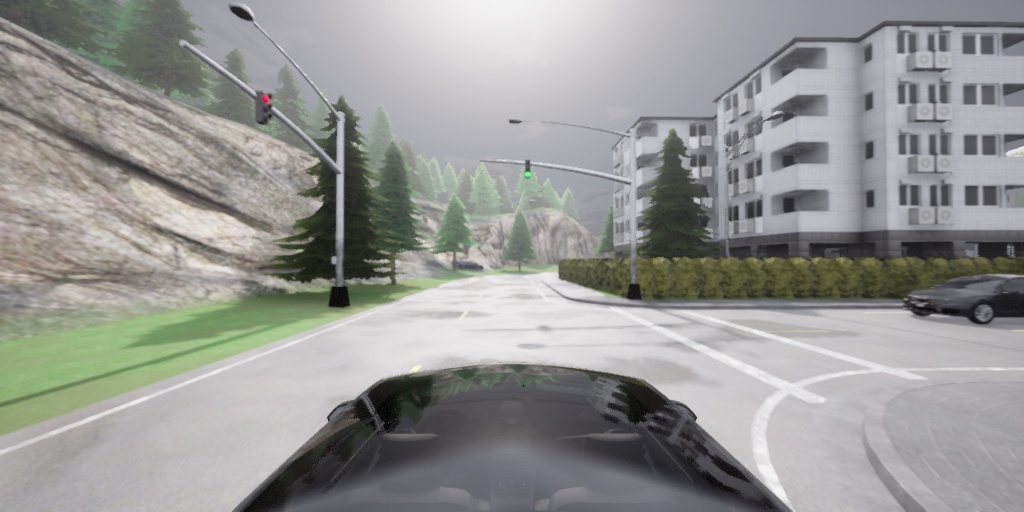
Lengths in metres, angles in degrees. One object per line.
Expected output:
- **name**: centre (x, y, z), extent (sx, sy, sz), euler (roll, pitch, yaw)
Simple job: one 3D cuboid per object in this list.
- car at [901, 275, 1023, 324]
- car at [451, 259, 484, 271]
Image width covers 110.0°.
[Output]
- **car**: centre (16.015, 1.384, 11.979), extent (4.892, 1.490, 1.837), euler (0, -1, -1)
- **car**: centre (-6.301, 1.217, 51.095), extent (4.718, 1.301, 1.895), euler (8, 9, -44)
